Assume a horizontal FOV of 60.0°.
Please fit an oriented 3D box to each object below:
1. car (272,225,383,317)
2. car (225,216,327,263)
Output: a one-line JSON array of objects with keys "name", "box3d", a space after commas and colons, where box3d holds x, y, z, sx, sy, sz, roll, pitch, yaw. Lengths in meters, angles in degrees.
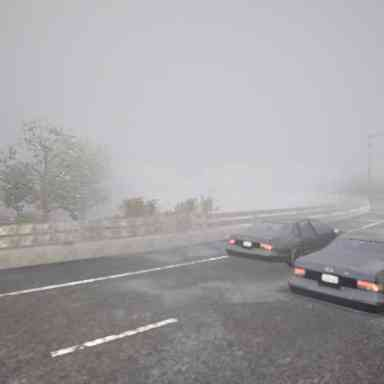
[{"name": "car", "box3d": [4.297, 1.529, 7.343, 5.357, 1.411, 2.033, 0, 0, -40]}, {"name": "car", "box3d": [3.485, 1.535, 11.241, 5.357, 1.411, 2.033, 0, 0, -41]}]
